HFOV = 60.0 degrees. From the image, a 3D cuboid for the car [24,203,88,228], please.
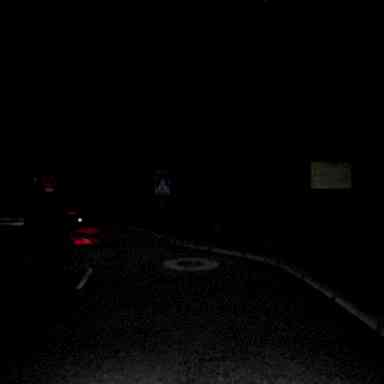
[{"bbox_3d":[-9.019,1.486,21.940,4.892,1.490,1.837,0,-3,32],"label":"car"}]
